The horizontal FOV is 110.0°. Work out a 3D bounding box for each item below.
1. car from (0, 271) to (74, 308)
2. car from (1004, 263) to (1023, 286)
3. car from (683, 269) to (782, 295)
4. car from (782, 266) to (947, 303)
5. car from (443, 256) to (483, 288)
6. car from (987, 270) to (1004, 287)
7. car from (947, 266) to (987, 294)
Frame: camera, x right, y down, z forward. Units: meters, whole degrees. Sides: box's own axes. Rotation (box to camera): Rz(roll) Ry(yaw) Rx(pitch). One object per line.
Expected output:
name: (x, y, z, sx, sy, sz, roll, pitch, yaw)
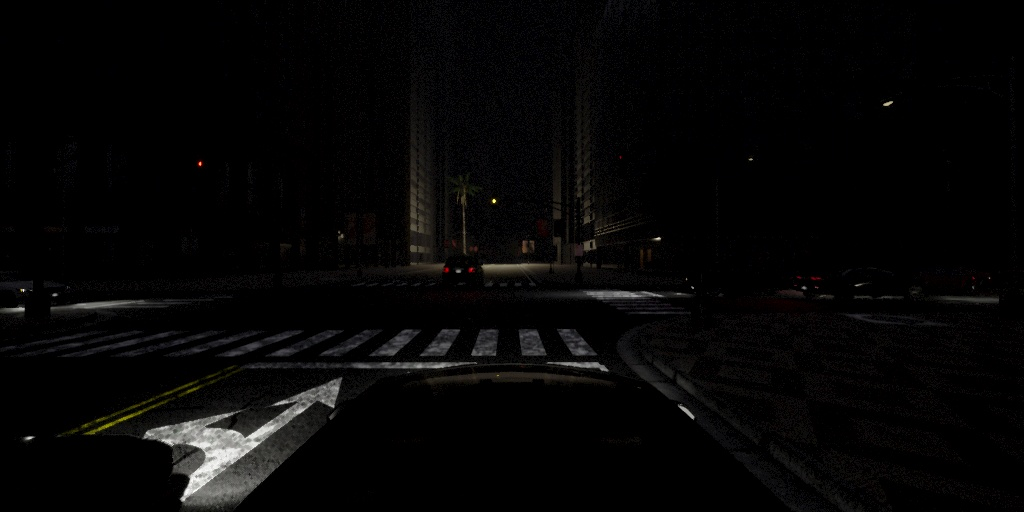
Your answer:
car: (-21.378, 1.353, 14.979, 4.674, 1.442, 1.812, 0, 0, 1)
car: (32.065, 1.114, 21.857, 4.097, 1.591, 1.967, 0, 0, -1)
car: (11.619, 1.318, 18.750, 4.718, 1.301, 1.895, 0, 0, -1)
car: (15.186, 1.172, 15.680, 4.902, 1.511, 2.128, 0, 0, 0)
car: (-3.192, 1.010, 24.037, 2.150, 2.045, 5.566, 0, 0, 0)
car: (26.427, 1.272, 21.759, 4.207, 1.307, 1.802, 0, 0, -1)
car: (21.542, 1.247, 18.914, 4.181, 1.385, 1.994, 0, 0, 0)
